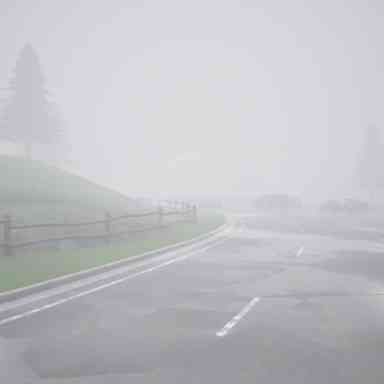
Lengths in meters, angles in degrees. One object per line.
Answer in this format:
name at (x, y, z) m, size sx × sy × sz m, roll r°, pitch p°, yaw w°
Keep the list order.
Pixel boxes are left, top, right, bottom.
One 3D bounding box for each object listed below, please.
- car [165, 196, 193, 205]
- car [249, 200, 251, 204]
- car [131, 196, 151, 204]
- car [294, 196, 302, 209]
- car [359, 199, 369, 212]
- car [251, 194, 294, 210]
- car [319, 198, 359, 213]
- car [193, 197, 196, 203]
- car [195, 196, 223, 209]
car at (-2.688, 1.478, 58.464) m, size 1.882 × 1.535 × 5.008 m, roll 0°, pitch 0°, yaw -42°
car at (12.109, 1.547, 56.599) m, size 2.033 × 1.411 × 5.357 m, roll 0°, pitch 0°, yaw -33°
car at (-9.338, 1.492, 60.627) m, size 2.128 × 1.511 × 4.902 m, roll 0°, pitch 0°, yaw -43°
car at (13.122, 1.352, 46.134) m, size 2.097 × 1.767 × 4.553 m, roll 0°, pitch 0°, yaw -20°
car at (18.696, 1.505, 39.242) m, size 1.837 × 1.490 × 4.892 m, roll 0°, pitch 0°, yaw -9°
car at (10.410, 1.221, 43.499) m, size 2.150 × 2.045 × 5.566 m, roll 0°, pitch 0°, yaw -21°
car at (15.661, 1.526, 36.278) m, size 1.812 × 1.442 × 4.674 m, roll 0°, pitch 0°, yaw -8°
car at (1.365, 1.492, 59.035) m, size 2.128 × 1.511 × 4.902 m, roll 0°, pitch 0°, yaw -41°
car at (2.532, 1.526, 44.225) m, size 1.812 × 1.442 × 4.674 m, roll 0°, pitch 0°, yaw -23°
